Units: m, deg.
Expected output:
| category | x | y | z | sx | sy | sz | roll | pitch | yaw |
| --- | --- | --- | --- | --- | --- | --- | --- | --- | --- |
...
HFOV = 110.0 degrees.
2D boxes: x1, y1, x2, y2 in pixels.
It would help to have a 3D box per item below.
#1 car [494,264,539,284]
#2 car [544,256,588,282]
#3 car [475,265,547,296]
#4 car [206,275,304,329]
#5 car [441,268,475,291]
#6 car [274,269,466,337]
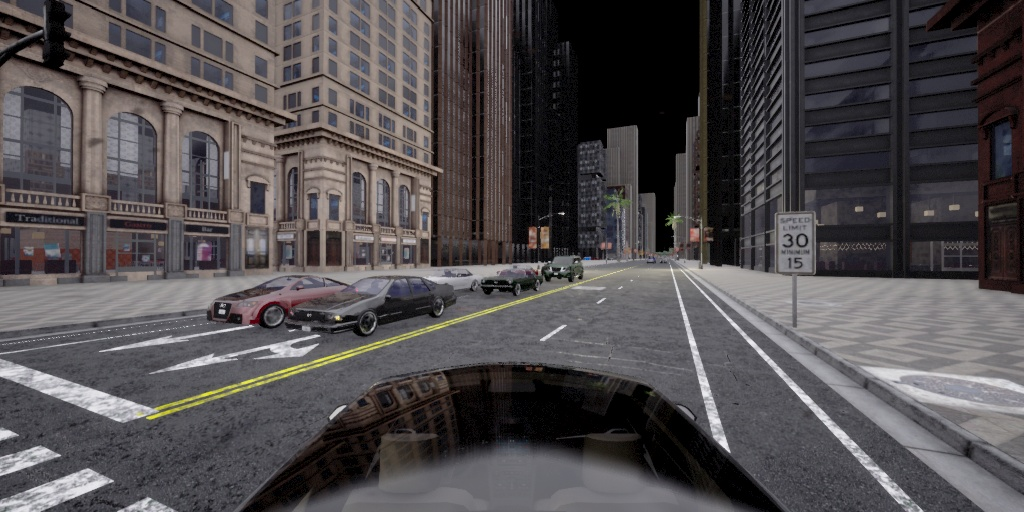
| category | x | y | z | sx | sy | sz | roll | pitch | yaw |
| --- | --- | --- | --- | --- | --- | --- | --- | --- | --- |
| car | 0.495 | 1.364 | 28.602 | 1.895 | 1.301 | 4.718 | 0 | 0 | 24 |
| car | 4.376 | 0.987 | 29.369 | 2.150 | 2.045 | 5.566 | 0 | 0 | 23 |
| car | 0.105 | 1.358 | 19.562 | 1.895 | 1.301 | 4.718 | 0 | 0 | 24 |
| car | -6.972 | 1.316 | 11.432 | 1.994 | 1.385 | 4.181 | 0 | 0 | 24 |
| car | -3.481 | 1.357 | 19.468 | 1.895 | 1.301 | 4.718 | 0 | 0 | 24 |
| car | -3.721 | 1.299 | 10.770 | 2.033 | 1.411 | 5.357 | 0 | 0 | 24 |
